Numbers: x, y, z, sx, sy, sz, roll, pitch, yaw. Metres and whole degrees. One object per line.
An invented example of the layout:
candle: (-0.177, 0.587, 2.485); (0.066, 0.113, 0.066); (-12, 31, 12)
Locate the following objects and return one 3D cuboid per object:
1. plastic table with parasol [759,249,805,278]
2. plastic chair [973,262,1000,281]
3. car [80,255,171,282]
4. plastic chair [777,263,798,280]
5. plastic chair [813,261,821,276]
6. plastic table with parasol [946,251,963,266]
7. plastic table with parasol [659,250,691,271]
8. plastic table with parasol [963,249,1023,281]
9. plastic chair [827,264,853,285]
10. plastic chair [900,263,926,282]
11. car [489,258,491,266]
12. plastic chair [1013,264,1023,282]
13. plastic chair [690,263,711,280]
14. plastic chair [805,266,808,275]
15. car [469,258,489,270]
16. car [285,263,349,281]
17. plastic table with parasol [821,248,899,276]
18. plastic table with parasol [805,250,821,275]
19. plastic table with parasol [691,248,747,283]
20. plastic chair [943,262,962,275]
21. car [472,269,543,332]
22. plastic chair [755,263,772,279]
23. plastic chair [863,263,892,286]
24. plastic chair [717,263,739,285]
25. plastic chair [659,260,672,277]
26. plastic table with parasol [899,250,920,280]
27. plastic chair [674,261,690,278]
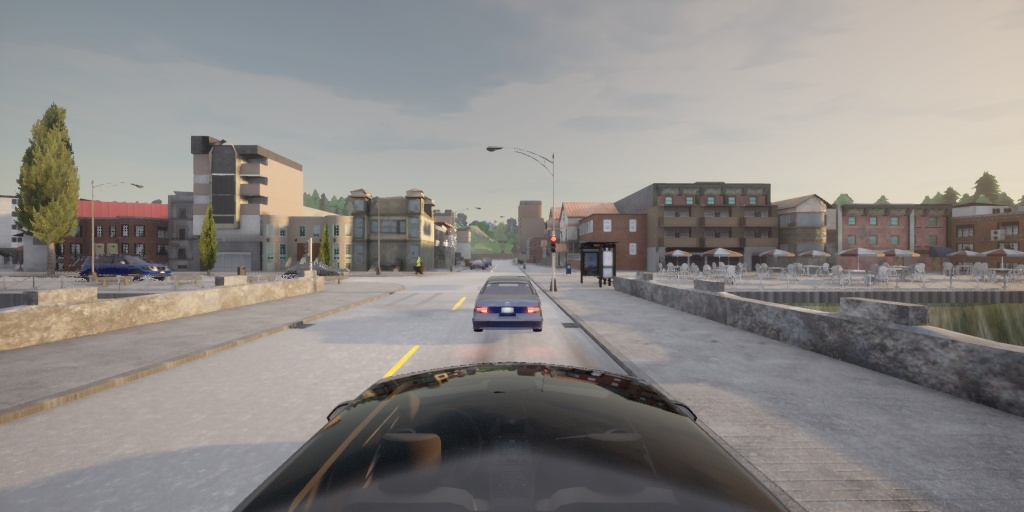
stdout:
plastic table with parasol: (22.427, 0.675, 30.436); (2.482, 2.480, 2.482); (0, 0, -1)
plastic chair: (36.238, 1.279, 27.395); (0.730, 1.272, 0.750); (0, 0, -1)
car: (-30.408, 0.973, 28.315); (5.566, 2.045, 2.150); (0, 0, -1)
plastic chair: (22.348, 1.279, 29.085); (0.750, 1.272, 0.730); (0, 0, -1)
plastic chair: (29.375, 1.279, 33.893); (0.750, 1.272, 0.730); (0, 0, -1)
plastic table with parasol: (46.137, 0.675, 36.530); (2.482, 2.480, 2.482); (0, 0, -1)
plastic table with parasol: (15.402, 0.675, 33.359); (2.482, 2.480, 2.482); (0, 0, -1)
plastic table with parasol: (37.367, 0.675, 27.325); (2.482, 2.480, 2.482); (0, 0, -1)
plastic chair: (22.222, 1.279, 24.282); (0.730, 1.272, 0.750); (0, 0, -1)
plastic chair: (30.082, 1.279, 26.903); (0.750, 1.272, 0.730); (0, 0, -1)
car: (-5.033, 1.228, 61.671); (1.882, 1.535, 5.008); (0, 0, -1)
plastic chair: (37.397, 1.279, 26.015); (0.750, 1.272, 0.730); (0, 0, -1)
plastic chair: (13.500, 1.279, 25.649); (0.730, 1.272, 0.750); (0, 0, -1)
plastic chair: (28.254, 1.279, 35.276); (0.730, 1.272, 0.750); (0, 0, -1)
car: (-4.912, 1.276, 52.433); (1.812, 1.442, 4.674); (0, 0, 1)
car: (-15.479, 1.276, 28.539); (4.674, 1.442, 1.812); (0, 0, -1)
plastic table with parasol: (23.422, 0.675, 24.251); (2.482, 2.480, 2.482); (0, 0, -1)
plastic table with parasol: (29.684, 0.675, 35.268); (2.482, 2.480, 2.482); (0, 0, -1)
plastic table with parasol: (14.772, 0.675, 25.528); (2.482, 2.480, 2.482); (0, 0, -1)
plastic chair: (44.935, 1.279, 36.632); (0.730, 1.272, 0.750); (0, 0, -1)
car: (-0.113, 1.297, 10.810); (2.033, 1.411, 5.357); (0, 0, 0)
plastic chair: (21.227, 1.279, 30.468); (0.730, 1.272, 0.750); (0, 0, -1)
plastic chair: (23.343, 1.279, 22.899); (0.750, 1.272, 0.730); (0, 0, -1)
plastic chair: (14.621, 1.279, 24.266); (0.750, 1.272, 0.730); (0, 0, -1)
plastic chair: (14.180, 1.279, 33.460); (0.730, 1.272, 0.750); (0, 0, -1)
plastic table with parasol: (30.073, 0.675, 28.183); (2.482, 2.480, 2.482); (0, 0, -1)
plastic chair: (15.301, 1.279, 32.077); (0.750, 1.272, 0.730); (0, 0, -1)
